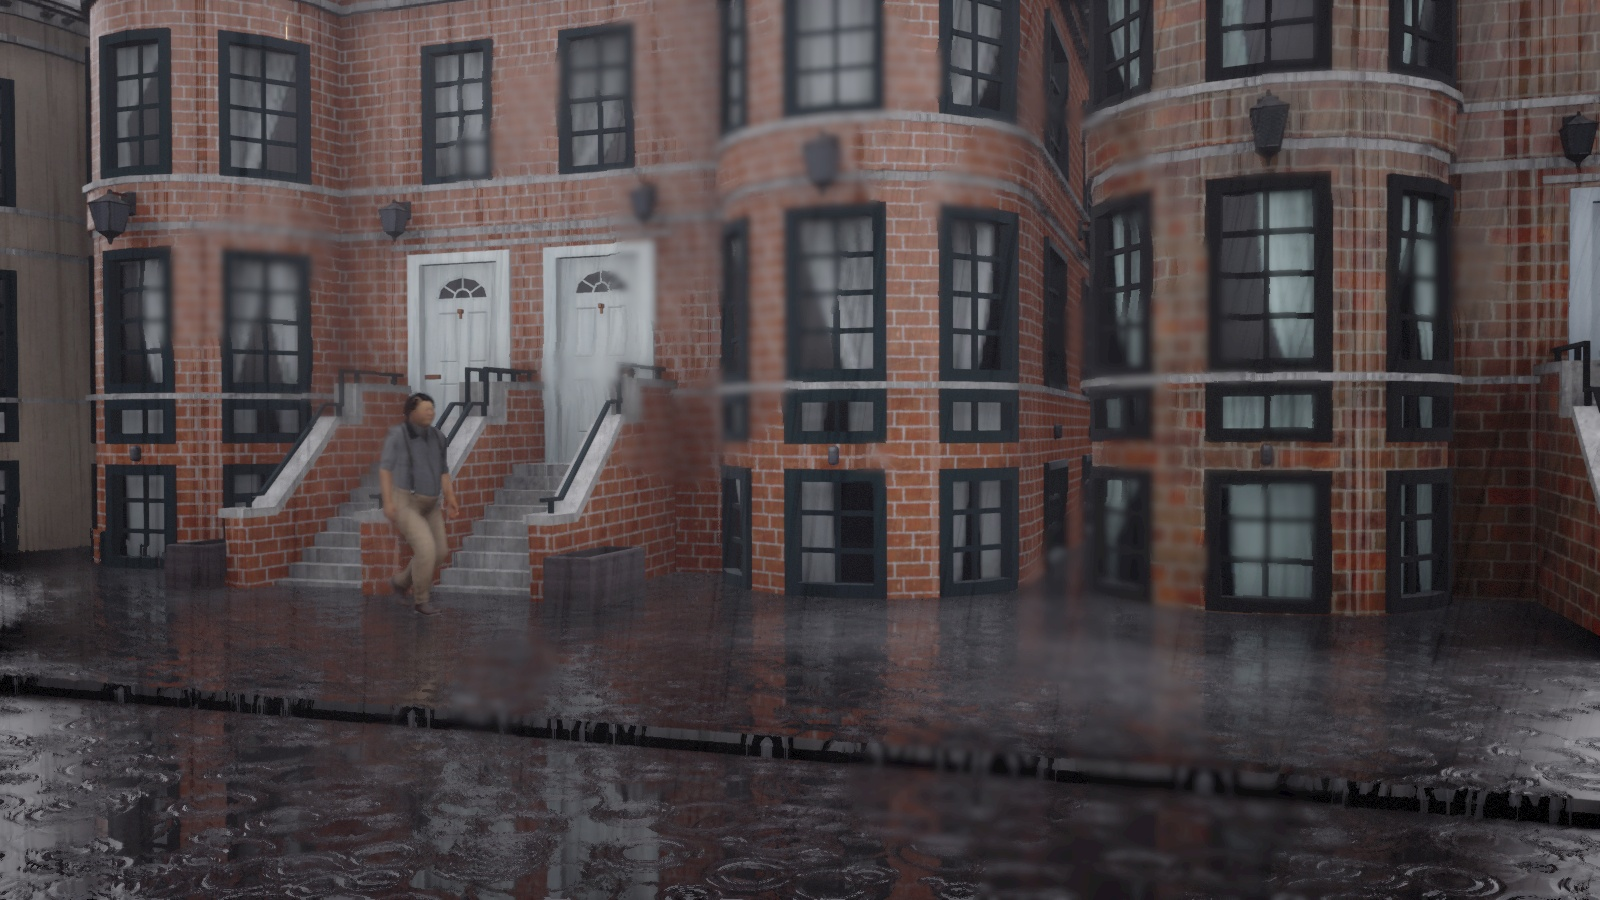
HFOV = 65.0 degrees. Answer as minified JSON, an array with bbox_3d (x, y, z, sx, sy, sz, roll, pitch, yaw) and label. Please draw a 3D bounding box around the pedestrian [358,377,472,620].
[{"bbox_3d":[-3.056,0.365,9.968,0.694,1.848,0.540,1,1,33],"label":"pedestrian"}]
